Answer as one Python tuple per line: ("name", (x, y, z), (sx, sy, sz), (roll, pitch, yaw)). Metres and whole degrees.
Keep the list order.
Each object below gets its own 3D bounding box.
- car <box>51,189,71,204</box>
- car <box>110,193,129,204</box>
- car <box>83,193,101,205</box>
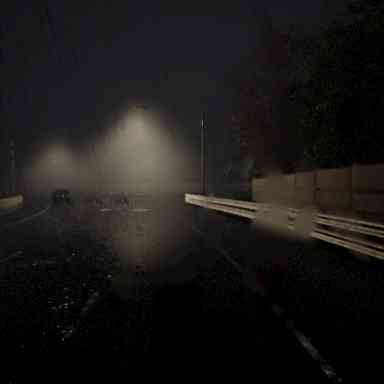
("car", (-18.750, 0.596, 47.541), (2.150, 2.045, 5.566), (-1, 1, -28))
("car", (-9.920, 0.884, 45.172), (1.812, 1.442, 4.674), (-1, 1, -24))
("car", (-13.160, 0.903, 43.851), (1.837, 1.490, 4.892), (0, 1, -24))
